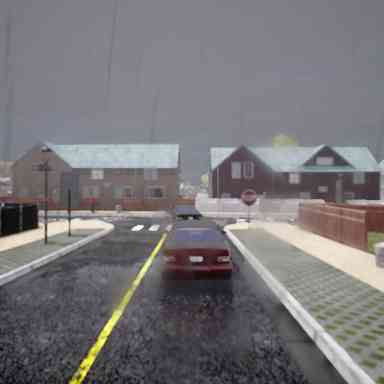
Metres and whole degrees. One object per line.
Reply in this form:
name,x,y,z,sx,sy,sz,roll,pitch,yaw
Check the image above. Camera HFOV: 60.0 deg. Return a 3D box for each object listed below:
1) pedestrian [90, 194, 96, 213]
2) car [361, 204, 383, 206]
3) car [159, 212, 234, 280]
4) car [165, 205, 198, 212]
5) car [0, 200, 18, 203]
pedestrian,-9.366,1.049,31.327,0.375,1.860,0.375,0,0,1
car,14.687,1.698,27.875,5.357,1.411,2.033,1,0,1
car,0.098,1.546,9.937,2.033,1.411,5.357,0,0,0
car,-0.604,1.543,21.493,2.033,1.411,5.357,0,0,-11
car,-14.359,1.358,25.574,4.902,1.511,2.128,1,0,1
